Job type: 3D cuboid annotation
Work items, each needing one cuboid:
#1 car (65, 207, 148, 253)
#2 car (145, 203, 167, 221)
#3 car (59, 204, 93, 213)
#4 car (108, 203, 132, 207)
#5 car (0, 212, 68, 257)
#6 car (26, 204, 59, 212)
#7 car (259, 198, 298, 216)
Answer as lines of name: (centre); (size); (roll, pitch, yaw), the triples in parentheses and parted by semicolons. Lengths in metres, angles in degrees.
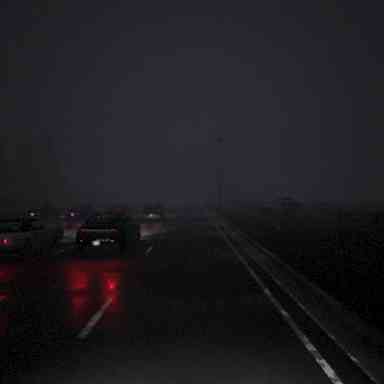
car: (-3.406, 1.623, 14.266); (2.128, 1.511, 4.902); (0, -1, 0)
car: (-3.408, 1.769, 30.220); (2.128, 1.511, 4.902); (0, -1, 0)
car: (-10.419, 1.812, 31.226); (1.812, 1.442, 4.674); (0, -1, 0)
car: (-6.907, 1.769, 31.782); (1.882, 1.535, 5.008); (0, -1, 0)
car: (-6.905, 1.725, 13.498); (1.895, 1.301, 4.718); (0, -1, 0)
car: (-13.919, 1.812, 31.264); (1.812, 1.442, 4.674); (0, -1, 0)
car: (8.916, 1.526, 34.068); (3.866, 1.878, 1.905); (0, -1, 0)
